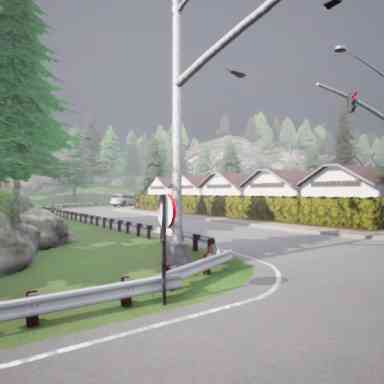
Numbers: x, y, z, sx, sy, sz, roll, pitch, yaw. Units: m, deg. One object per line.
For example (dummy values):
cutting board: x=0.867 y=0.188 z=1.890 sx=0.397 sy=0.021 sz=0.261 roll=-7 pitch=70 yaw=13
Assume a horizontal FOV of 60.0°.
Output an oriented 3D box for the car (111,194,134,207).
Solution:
car: x=-10.529 y=1.379 z=53.822 sx=2.150 sy=2.045 sz=5.566 roll=0 pitch=0 yaw=36
